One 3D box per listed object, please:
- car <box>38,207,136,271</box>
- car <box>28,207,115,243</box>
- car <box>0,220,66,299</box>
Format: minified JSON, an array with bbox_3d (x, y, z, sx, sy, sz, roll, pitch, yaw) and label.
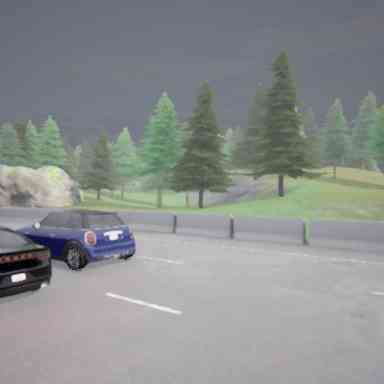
[{"bbox_3d":[-4.075,1.371,11.195,4.553,1.767,2.097,0,0,35],"label":"car"},{"bbox_3d":[-6.259,1.568,17.052,4.674,1.442,1.812,0,0,35],"label":"car"},{"bbox_3d":[-5.319,1.492,7.783,5.008,1.535,1.882,0,0,35],"label":"car"}]
